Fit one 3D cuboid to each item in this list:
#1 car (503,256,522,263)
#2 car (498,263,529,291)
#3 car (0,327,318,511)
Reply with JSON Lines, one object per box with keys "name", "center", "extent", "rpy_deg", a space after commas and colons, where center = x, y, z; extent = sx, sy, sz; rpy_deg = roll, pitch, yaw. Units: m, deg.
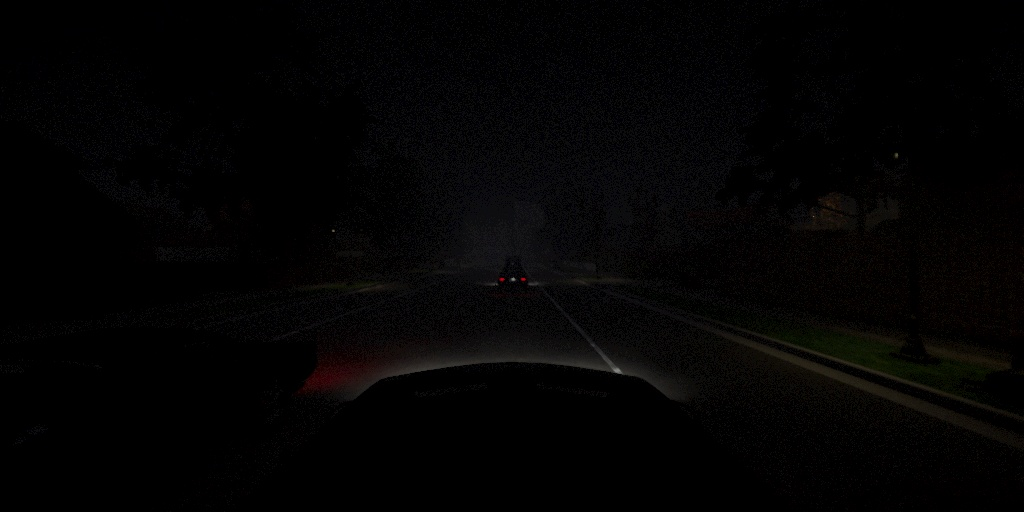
{"name": "car", "center": [0.081, 0.984, 45.819], "extent": [2.150, 2.045, 5.566], "rpy_deg": [0, 0, 0]}
{"name": "car", "center": [0.066, 1.337, 22.373], "extent": [2.033, 1.411, 5.357], "rpy_deg": [0, 0, 0]}
{"name": "car", "center": [-3.598, 1.355, 2.694], "extent": [1.895, 1.301, 4.718], "rpy_deg": [0, 0, 0]}
